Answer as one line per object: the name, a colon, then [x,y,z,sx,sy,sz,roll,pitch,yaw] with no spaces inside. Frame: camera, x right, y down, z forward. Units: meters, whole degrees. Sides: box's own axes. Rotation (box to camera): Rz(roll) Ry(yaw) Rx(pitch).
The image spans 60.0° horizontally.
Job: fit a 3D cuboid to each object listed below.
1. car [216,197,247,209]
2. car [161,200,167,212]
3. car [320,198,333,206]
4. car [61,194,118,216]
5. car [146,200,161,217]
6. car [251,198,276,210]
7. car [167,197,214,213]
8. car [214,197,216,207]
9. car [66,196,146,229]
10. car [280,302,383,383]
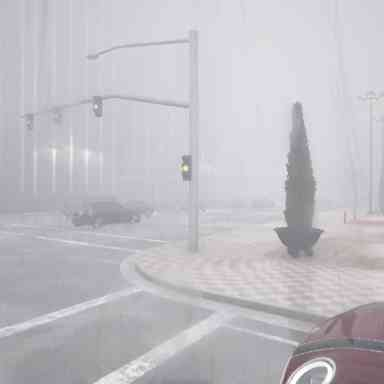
car: [5.721,1.491,44.722,2.128,1.511,4.902,0,0,35]
car: [-3.193,1.564,38.070,1.994,1.385,4.181,0,0,35]
car: [22.627,1.601,56.418,1.895,1.301,4.718,0,0,34]
car: [-8.898,1.221,29.884,2.150,2.045,5.566,0,0,35]
car: [-5.303,1.491,28.933,2.128,1.511,4.902,0,0,35]
car: [9.433,1.505,43.606,1.837,1.490,4.892,0,0,35]
car: [-0.092,1.491,36.405,2.128,1.511,4.902,0,0,35]
car: [2.638,1.478,46.422,1.882,1.535,5.008,0,0,35]
car: [-5.564,1.352,22.081,2.097,1.767,4.553,0,0,35]
car: [2.830,1.352,1.952,4.553,1.767,2.097,0,0,36]
